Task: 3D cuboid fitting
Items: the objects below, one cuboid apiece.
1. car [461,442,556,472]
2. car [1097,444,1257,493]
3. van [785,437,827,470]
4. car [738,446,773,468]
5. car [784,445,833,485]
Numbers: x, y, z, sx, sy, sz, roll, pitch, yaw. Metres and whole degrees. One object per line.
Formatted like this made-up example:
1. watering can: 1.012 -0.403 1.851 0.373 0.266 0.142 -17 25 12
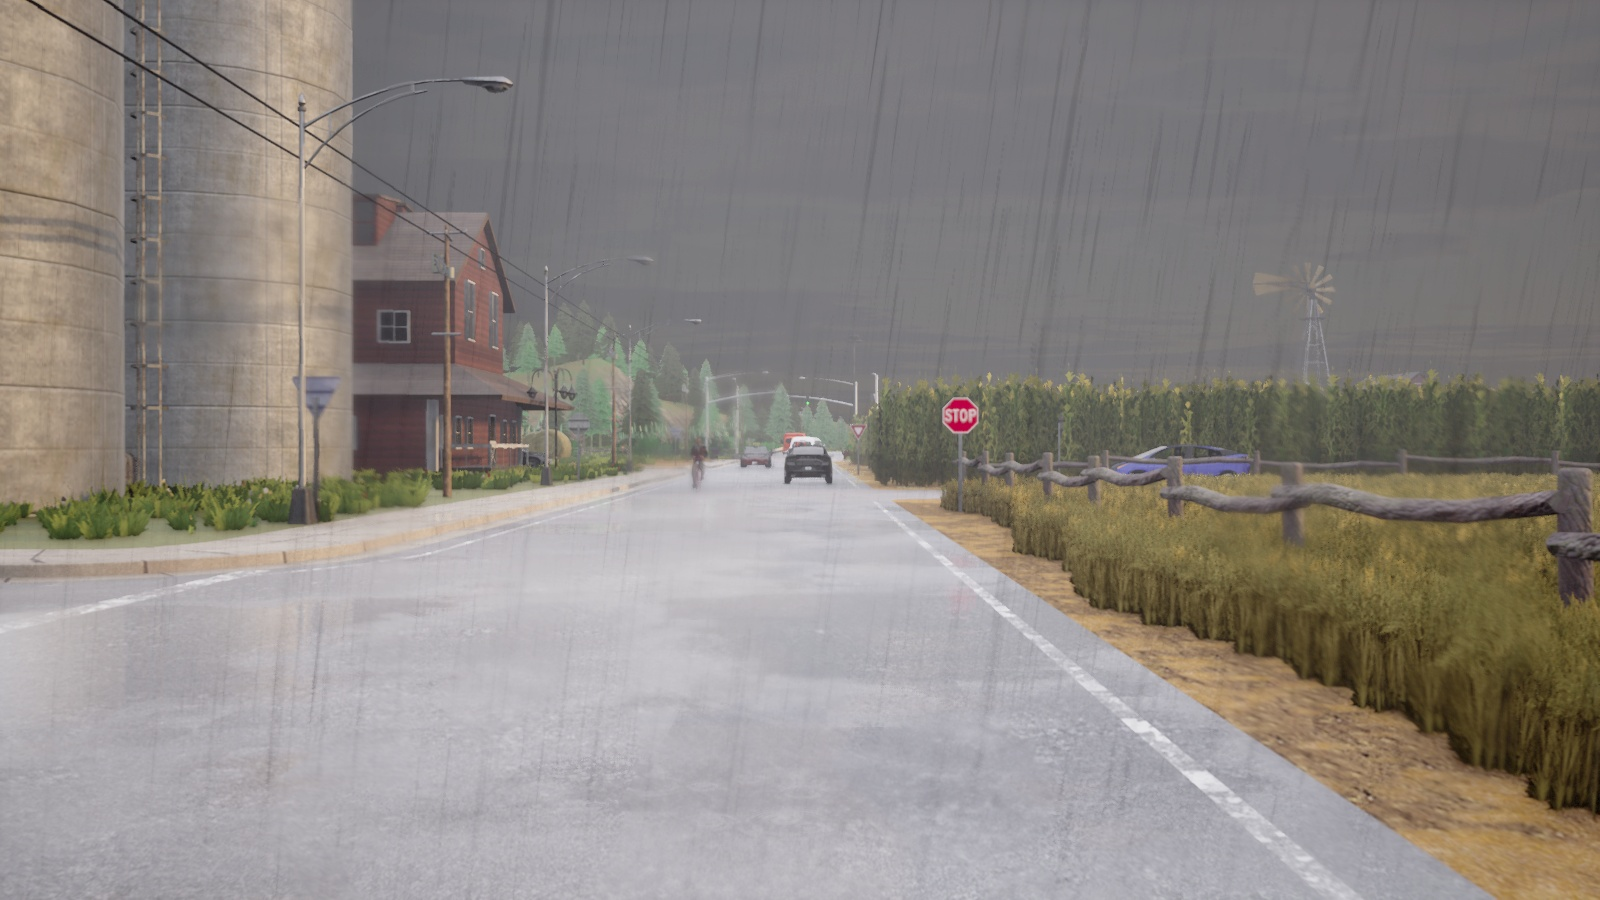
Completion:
1. car: -16.387 0.393 70.792 4.856 1.649 2.033 1 0 -1
2. car: 11.984 0.567 40.092 4.514 1.525 2.007 0 0 0
3. van: 0.425 0.199 79.759 2.069 2.038 4.480 0 0 8
4. car: -2.948 0.456 84.641 2.163 1.488 4.792 0 0 0
5. car: 0.336 0.552 50.650 1.882 1.535 5.008 0 0 0
